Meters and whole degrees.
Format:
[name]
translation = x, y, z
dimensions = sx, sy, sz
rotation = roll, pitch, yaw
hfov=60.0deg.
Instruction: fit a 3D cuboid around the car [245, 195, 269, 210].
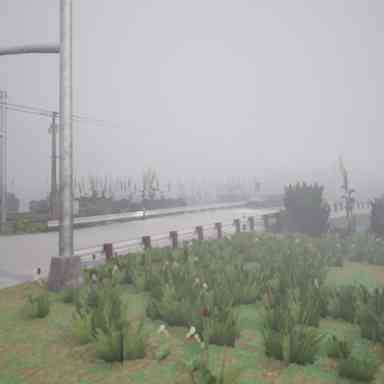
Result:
[car]
translation = 7.095, 0.855, 31.171
dimensions = 2.033, 1.411, 5.357
rotation = 0, 1, 43
